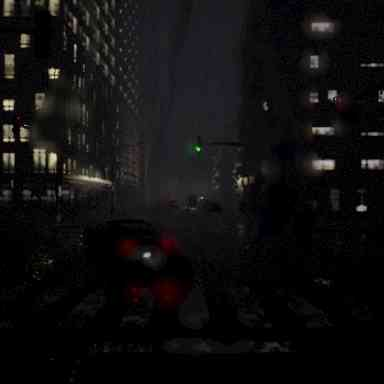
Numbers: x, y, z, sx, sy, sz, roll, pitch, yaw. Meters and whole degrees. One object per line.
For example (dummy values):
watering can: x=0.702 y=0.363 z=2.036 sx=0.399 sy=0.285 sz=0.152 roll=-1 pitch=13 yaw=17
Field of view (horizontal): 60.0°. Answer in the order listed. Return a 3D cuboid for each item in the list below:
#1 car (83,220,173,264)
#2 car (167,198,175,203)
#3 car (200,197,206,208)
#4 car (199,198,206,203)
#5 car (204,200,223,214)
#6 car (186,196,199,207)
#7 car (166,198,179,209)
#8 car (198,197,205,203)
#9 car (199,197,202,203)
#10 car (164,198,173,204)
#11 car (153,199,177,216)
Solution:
car: x=-2.594 y=1.671 z=12.312 sx=1.895 sy=1.301 sz=4.718 roll=1 pitch=-1 yaw=-32
car: x=-5.720 y=2.283 z=92.001 sx=1.887 sy=1.381 sz=4.507 roll=0 pitch=0 yaw=0
car: x=2.674 y=1.960 z=52.465 sx=2.008 sy=1.369 sz=4.403 roll=0 pitch=0 yaw=0
car: x=2.662 y=2.271 z=86.355 sx=1.802 sy=1.307 sz=4.206 roll=0 pitch=0 yaw=0
car: x=2.729 y=1.887 z=39.548 sx=1.802 sy=1.307 sz=4.206 roll=0 pitch=0 yaw=0
car: x=-0.020 y=1.989 z=61.731 sx=1.837 sy=1.490 sz=4.892 roll=0 pitch=0 yaw=0
car: x=-3.091 y=1.886 z=52.390 sx=1.882 sy=1.535 sz=5.008 roll=0 pitch=0 yaw=0
car: x=2.660 y=2.178 z=92.005 sx=1.967 sy=1.590 sz=4.097 roll=0 pitch=0 yaw=0
car: x=2.673 y=2.005 z=58.113 sx=2.008 sy=1.369 sz=4.403 roll=0 pitch=0 yaw=0
car: x=-5.716 y=2.193 z=80.704 sx=2.008 sy=1.369 sz=4.403 roll=0 pitch=0 yaw=0
car: x=-3.110 y=1.832 z=36.923 sx=2.033 sy=1.411 sz=5.357 roll=0 pitch=0 yaw=0
